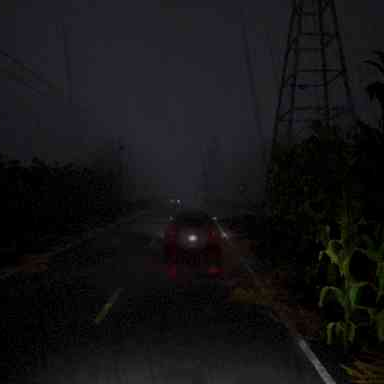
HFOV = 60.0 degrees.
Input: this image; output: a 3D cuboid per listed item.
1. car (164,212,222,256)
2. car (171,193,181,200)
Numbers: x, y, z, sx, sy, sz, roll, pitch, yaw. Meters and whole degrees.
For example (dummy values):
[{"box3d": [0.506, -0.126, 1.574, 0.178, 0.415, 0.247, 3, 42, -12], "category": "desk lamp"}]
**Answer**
[{"box3d": [0.036, 1.430, 12.614, 1.994, 1.385, 4.181, 0, 0, 0], "category": "car"}, {"box3d": [-3.218, 0.844, 66.901, 2.033, 1.411, 5.357, 0, 1, 0], "category": "car"}]
